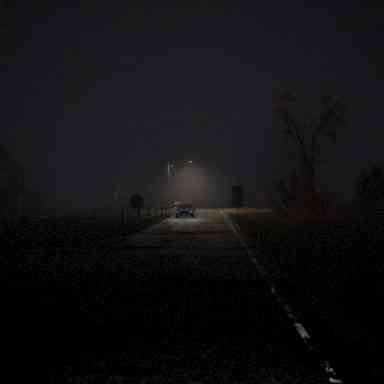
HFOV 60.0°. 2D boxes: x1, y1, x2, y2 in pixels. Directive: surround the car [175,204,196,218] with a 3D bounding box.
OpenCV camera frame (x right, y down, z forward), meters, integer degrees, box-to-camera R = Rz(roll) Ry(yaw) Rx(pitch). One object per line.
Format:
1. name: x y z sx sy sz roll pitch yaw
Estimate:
1. car: -0.655 1.955 34.939 1.812 1.442 4.674 0 -1 3
